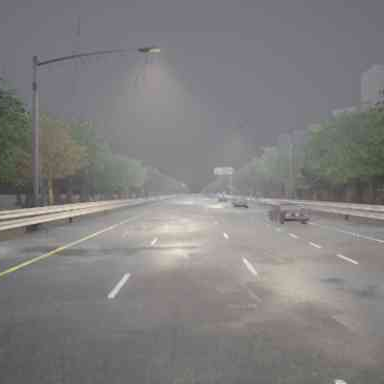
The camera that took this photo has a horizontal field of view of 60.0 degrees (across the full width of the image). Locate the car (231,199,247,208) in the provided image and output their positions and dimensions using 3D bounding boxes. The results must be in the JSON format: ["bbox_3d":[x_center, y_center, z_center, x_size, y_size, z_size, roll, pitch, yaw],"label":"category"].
[{"bbox_3d":[7.140,1.695,50.437,1.994,1.385,4.181,0,0,0],"label":"car"}]

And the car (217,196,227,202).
[{"bbox_3d":[7.360,1.749,81.115,1.812,1.442,4.674,0,0,1],"label":"car"}]

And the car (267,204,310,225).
[{"bbox_3d":[7.033,1.599,24.686,2.033,1.411,5.357,0,0,0],"label":"car"}]
